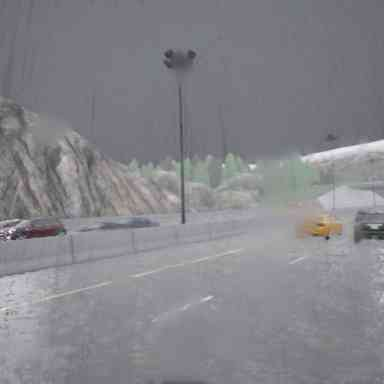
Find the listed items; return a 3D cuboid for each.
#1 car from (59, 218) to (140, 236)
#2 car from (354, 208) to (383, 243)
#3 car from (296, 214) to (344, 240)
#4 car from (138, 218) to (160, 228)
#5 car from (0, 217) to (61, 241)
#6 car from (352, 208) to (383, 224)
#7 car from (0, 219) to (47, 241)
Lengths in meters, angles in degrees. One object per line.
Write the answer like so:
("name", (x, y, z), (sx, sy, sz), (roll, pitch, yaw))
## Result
("car", (-5.620, 2.588, 20.687), (1.994, 1.385, 4.181), (-3, -3, 37))
("car", (10.591, 1.862, 18.678), (2.097, 1.767, 4.553), (-3, -3, 37))
("car", (8.335, 2.165, 21.496), (1.882, 1.535, 5.008), (-3, -3, 37))
("car", (-4.888, 2.834, 27.494), (2.033, 1.411, 5.357), (-3, -3, 37))
("car", (-11.626, 2.687, 24.349), (2.097, 1.767, 4.553), (-3, -3, 37))
("car", (18.705, 2.479, 35.327), (2.128, 1.511, 4.902), (-3, -3, 37))
("car", (-14.385, 3.002, 26.486), (1.837, 1.490, 4.892), (-3, -3, 37))
